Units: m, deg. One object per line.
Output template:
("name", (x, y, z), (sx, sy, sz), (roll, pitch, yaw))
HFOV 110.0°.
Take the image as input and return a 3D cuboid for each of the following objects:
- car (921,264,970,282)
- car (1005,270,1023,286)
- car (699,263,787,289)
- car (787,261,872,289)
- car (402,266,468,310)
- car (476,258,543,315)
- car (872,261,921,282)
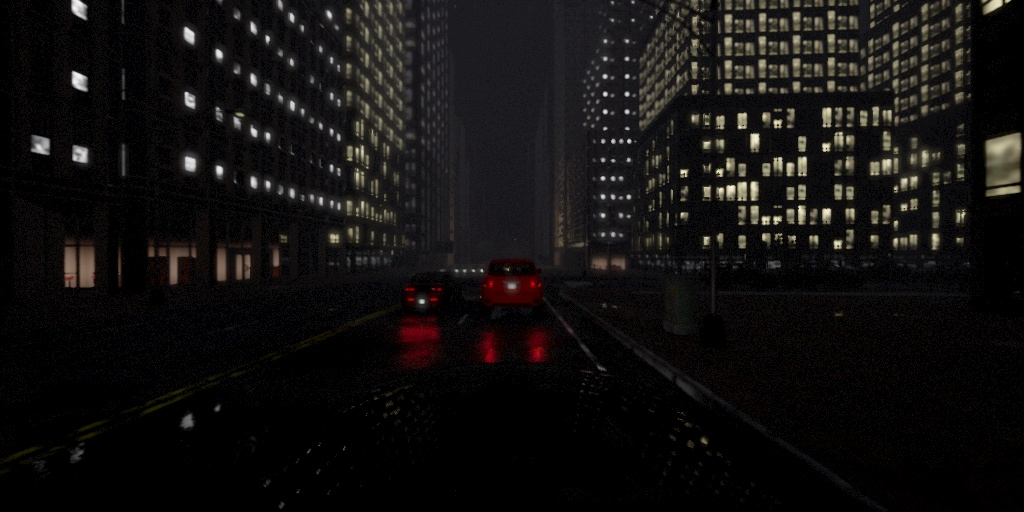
("car", (38.617, 1.529, 32.267), (4.097, 1.591, 1.967), (0, 0, 3))
("car", (40.130, 1.632, 26.842), (4.674, 1.442, 1.812), (0, 0, 3))
("car", (15.994, 1.391, 25.463), (5.009, 1.841, 2.192), (0, 0, 3))
("car", (21.549, 1.399, 25.265), (5.009, 1.841, 2.192), (0, 0, 3))
("car", (-3.223, 1.389, 15.336), (1.837, 1.490, 4.892), (0, 0, 1))
("car", (0.015, 1.098, 14.398), (2.150, 2.045, 5.566), (0, 0, 0))
("car", (33.066, 1.395, 32.561), (5.009, 1.841, 2.192), (0, 0, 3))
